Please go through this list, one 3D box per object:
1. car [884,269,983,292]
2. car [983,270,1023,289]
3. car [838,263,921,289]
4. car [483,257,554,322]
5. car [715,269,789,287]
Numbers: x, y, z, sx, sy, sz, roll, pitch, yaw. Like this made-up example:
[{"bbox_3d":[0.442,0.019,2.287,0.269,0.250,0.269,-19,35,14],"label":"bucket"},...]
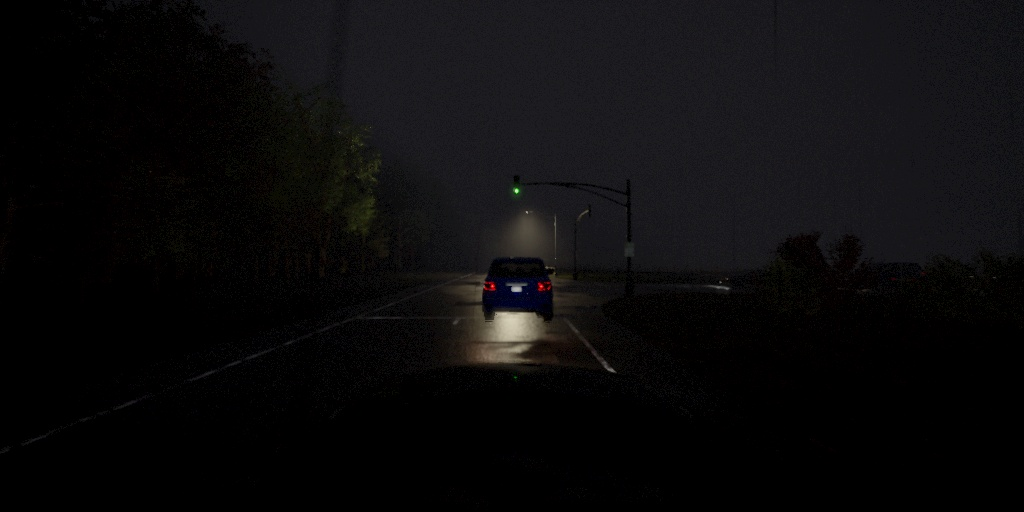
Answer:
[{"bbox_3d":[29.290,1.791,25.047,4.181,1.385,1.994,1,-1,0],"label":"car"},{"bbox_3d":[39.613,1.781,28.694,4.553,1.767,2.097,1,-1,0],"label":"car"},{"bbox_3d":[29.600,1.542,28.755,5.566,2.045,2.150,1,-1,0],"label":"car"},{"bbox_3d":[0.312,1.053,12.809,2.150,2.045,5.566,0,0,4],"label":"car"},{"bbox_3d":[19.410,1.756,28.791,5.357,1.411,2.033,1,-1,0],"label":"car"}]
